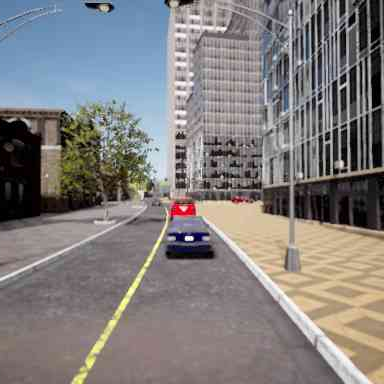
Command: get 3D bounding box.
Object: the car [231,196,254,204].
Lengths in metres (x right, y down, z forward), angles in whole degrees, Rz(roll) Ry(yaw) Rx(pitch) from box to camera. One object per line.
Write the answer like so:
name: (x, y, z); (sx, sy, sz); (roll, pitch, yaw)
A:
car: (11.219, 1.893, 73.860); (5.009, 1.841, 2.192); (0, -2, 13)

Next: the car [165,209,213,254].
car: (-0.169, 1.682, 14.049); (2.033, 1.411, 5.357); (0, -1, -2)

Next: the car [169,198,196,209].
car: (-0.793, 1.493, 29.091); (2.150, 2.045, 5.566); (0, 0, -3)

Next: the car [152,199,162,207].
car: (-7.027, 2.089, 65.921); (1.882, 1.535, 5.008); (0, -1, -7)
